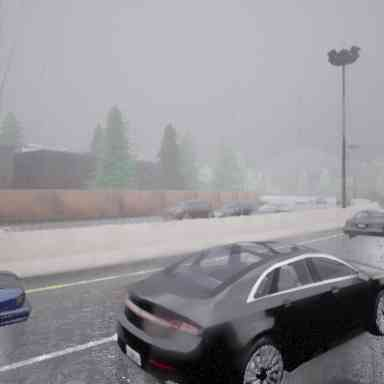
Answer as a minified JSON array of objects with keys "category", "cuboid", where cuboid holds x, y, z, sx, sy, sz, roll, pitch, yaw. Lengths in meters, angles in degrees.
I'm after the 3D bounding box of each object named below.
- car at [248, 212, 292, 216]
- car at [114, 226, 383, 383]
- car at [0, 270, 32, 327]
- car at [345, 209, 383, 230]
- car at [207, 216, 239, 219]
[{"category":"car","cuboid":[5.673,1.594,23.419,1.812,1.442,4.674,0,0,42]},{"category":"car","cuboid":[1.299,1.507,4.999,4.902,1.511,2.128,0,0,-38]},{"category":"car","cuboid":[-5.181,1.573,4.441,5.357,1.411,2.033,0,0,-35]},{"category":"car","cuboid":[9.478,1.587,16.942,2.033,1.411,5.357,0,0,44]},{"category":"car","cuboid":[3.487,1.573,26.239,2.128,1.511,4.902,0,0,42]}]
